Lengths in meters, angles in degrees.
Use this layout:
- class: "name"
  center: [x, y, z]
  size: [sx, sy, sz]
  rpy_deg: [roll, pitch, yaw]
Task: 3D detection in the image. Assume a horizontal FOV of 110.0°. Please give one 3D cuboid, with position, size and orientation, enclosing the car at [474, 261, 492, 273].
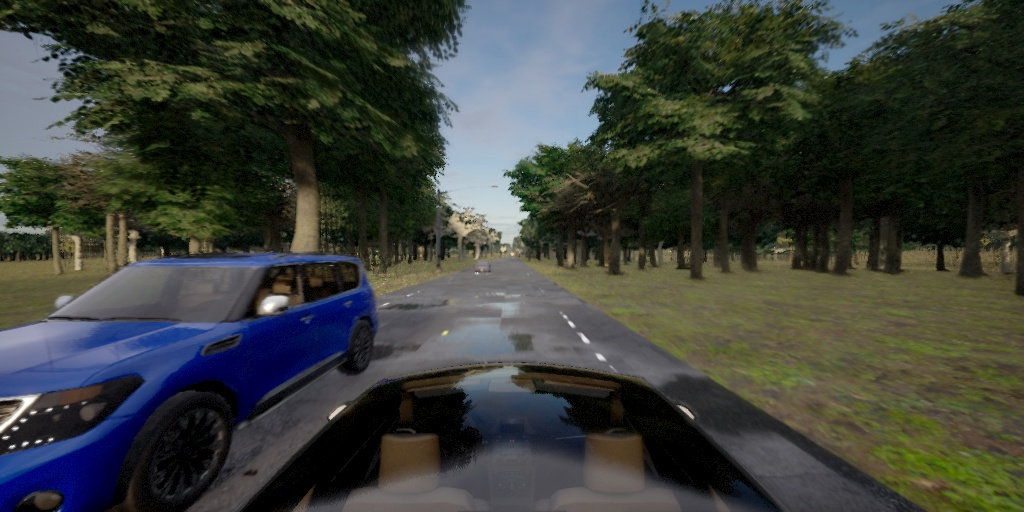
- class: "car"
  center: [-3.547, 1.305, 44.933]
  size: [2.033, 1.411, 5.357]
  rpy_deg: [0, 0, 1]

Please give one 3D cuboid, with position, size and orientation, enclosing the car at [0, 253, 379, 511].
- class: "car"
  center: [-3.593, 0.975, 4.590]
  size: [2.150, 2.045, 5.566]
  rpy_deg: [0, 0, 0]
